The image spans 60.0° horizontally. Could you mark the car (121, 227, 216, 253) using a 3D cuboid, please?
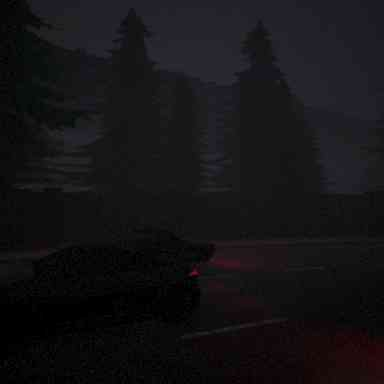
[{"bbox_3d":[-1.757,1.781,10.213,4.718,1.301,1.895,1,-1,-24],"label":"car"}]

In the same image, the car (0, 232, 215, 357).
[{"bbox_3d":[-1.930,1.671,6.133,4.181,1.385,1.994,1,-1,-27],"label":"car"}]
